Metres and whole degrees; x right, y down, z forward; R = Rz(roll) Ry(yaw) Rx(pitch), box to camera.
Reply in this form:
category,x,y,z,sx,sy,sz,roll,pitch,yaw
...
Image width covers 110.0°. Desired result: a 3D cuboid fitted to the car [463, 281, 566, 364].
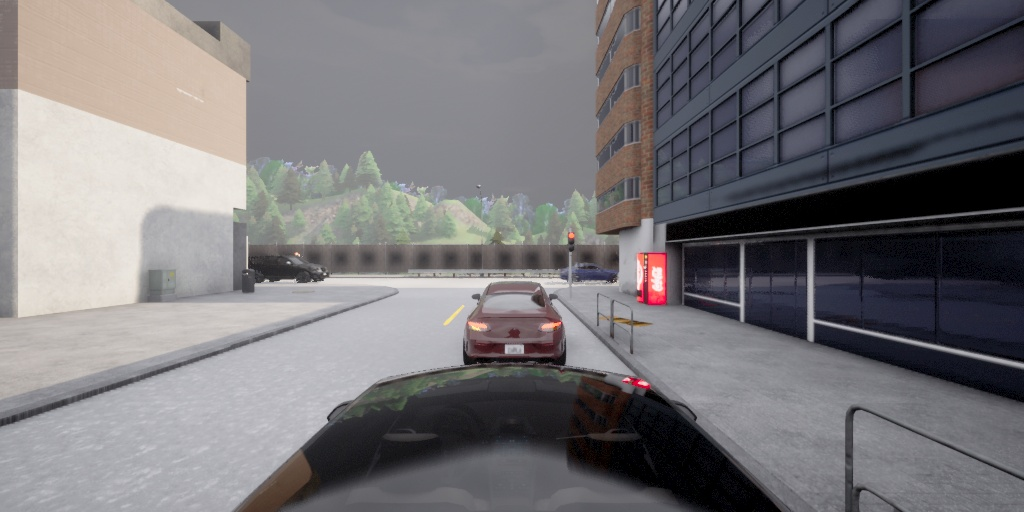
category,x,y,z,sx,sy,sz,roll,pitch,yaw
car,0.059,1.276,7.844,1.812,1.442,4.674,0,0,1

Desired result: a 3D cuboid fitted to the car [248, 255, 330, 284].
category,x,y,z,sx,sy,sz,roll,pitch,yaw
car,-16.390,0.972,26.113,5.566,2.045,2.150,0,0,0

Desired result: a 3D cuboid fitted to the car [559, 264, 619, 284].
category,x,y,z,sx,sy,sz,roll,pitch,yaw
car,5.748,1.276,26.101,4.674,1.442,1.812,0,0,0

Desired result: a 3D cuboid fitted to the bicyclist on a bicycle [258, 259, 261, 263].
category,x,y,z,sx,sy,sz,roll,pitch,yaw
bicyclist on a bicycle,-24.184,1.099,34.517,0.582,1.620,1.656,0,0,0
